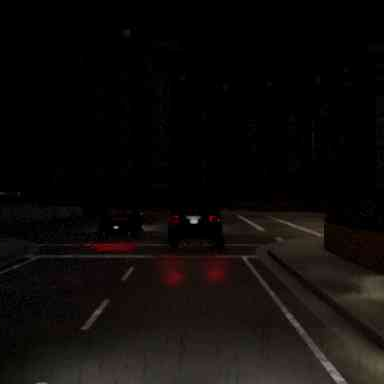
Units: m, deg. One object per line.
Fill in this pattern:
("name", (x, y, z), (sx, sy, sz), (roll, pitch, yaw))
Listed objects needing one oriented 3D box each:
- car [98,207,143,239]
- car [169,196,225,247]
("car", (-3.730, 1.546, 17.861), (1.882, 1.535, 5.008), (0, -1, -5))
("car", (0.301, 1.223, 15.240), (2.150, 2.045, 5.566), (-1, -1, 5))
